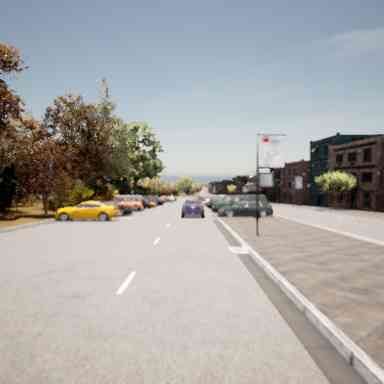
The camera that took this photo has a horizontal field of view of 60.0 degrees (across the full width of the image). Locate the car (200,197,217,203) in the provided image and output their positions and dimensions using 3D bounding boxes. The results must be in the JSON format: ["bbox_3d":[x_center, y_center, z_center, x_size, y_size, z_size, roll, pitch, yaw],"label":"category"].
[{"bbox_3d":[4.570,2.145,91.202,4.553,1.767,2.185,0,-1,0],"label":"car"}]

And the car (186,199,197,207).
[{"bbox_3d":[-0.041,1.940,58.113,1.895,1.301,4.718,0,-1,0],"label":"car"}]

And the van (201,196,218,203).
[{"bbox_3d":[4.725,2.004,88.401,4.442,1.987,1.878,0,-1,0],"label":"van"}]

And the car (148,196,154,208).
[{"bbox_3d":[-8.369,1.758,49.044,4.674,1.452,2.002,0,-1,0],"label":"car"}]

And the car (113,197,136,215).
[{"bbox_3d":[-8.354,1.558,32.337,5.008,1.535,2.097,0,0,0],"label":"car"}]

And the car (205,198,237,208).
[{"bbox_3d":[4.700,1.780,54.764,5.008,1.535,2.097,0,-1,0],"label":"car"}]

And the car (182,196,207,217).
[{"bbox_3d":[0.086,1.428,32.001,2.097,1.767,4.553,0,0,0],"label":"car"}]

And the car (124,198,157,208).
[{"bbox_3d":[-8.379,1.781,54.615,5.008,1.535,2.097,0,-1,0],"label":"car"}]

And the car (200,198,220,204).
[{"bbox_3d":[4.621,2.190,85.594,5.008,1.535,2.097,0,-1,0],"label":"car"}]

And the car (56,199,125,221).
[{"bbox_3d":[-8.340,1.529,26.769,5.008,1.535,2.097,0,0,0],"label":"car"}]

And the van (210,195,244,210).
[{"bbox_3d":[4.830,1.461,46.357,4.442,1.987,1.878,0,-1,0],"label":"van"}]

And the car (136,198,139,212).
[{"bbox_3d":[-8.353,1.618,35.124,4.674,1.452,2.002,0,0,0],"label":"car"}]

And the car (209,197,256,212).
[{"bbox_3d":[4.720,1.600,37.945,4.892,1.521,2.231,0,-1,0],"label":"car"}]

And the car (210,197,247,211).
[{"bbox_3d":[4.750,1.529,43.552,4.553,1.767,2.185,0,-1,0],"label":"car"}]

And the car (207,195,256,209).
[{"bbox_3d":[4.694,1.376,40.752,5.566,2.045,2.435,0,-1,0],"label":"car"}]

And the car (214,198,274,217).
[{"bbox_3d":[4.739,1.542,29.540,4.892,1.521,2.231,0,0,0],"label":"car"}]

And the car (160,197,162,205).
[{"bbox_3d":[-8.428,1.873,60.184,4.792,1.488,2.163,0,-1,0],"label":"car"}]

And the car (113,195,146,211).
[{"bbox_3d":[-8.326,1.502,40.693,4.553,1.767,2.185,0,-1,0],"label":"car"}]

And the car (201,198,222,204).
[{"bbox_3d":[4.659,2.139,79.988,4.792,1.488,2.163,0,-1,0],"label":"car"}]

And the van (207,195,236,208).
[{"bbox_3d":[4.585,1.523,51.963,4.442,1.987,1.878,0,-1,0],"label":"van"}]

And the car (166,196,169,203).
[{"bbox_3d":[-8.398,1.735,71.326,5.566,2.045,2.435,0,-1,0],"label":"car"}]

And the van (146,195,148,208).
[{"bbox_3d":[-8.477,1.430,43.475,4.442,1.987,1.878,0,-1,0],"label":"van"}]

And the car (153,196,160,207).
[{"bbox_3d":[-8.192,1.746,51.829,5.366,1.575,1.946,0,-1,0],"label":"car"}]

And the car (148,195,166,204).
[{"bbox_3d":[-8.378,1.625,62.971,5.566,2.045,2.435,0,-1,0],"label":"car"}]

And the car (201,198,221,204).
[{"bbox_3d":[4.652,2.179,82.791,4.792,1.488,2.163,0,-1,0],"label":"car"}]

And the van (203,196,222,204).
[{"bbox_3d":[4.754,1.843,77.189,4.442,1.987,1.878,0,-1,0],"label":"van"}]

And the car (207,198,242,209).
[{"bbox_3d":[4.714,1.719,49.158,4.892,1.521,2.231,0,-1,0],"label":"car"}]
